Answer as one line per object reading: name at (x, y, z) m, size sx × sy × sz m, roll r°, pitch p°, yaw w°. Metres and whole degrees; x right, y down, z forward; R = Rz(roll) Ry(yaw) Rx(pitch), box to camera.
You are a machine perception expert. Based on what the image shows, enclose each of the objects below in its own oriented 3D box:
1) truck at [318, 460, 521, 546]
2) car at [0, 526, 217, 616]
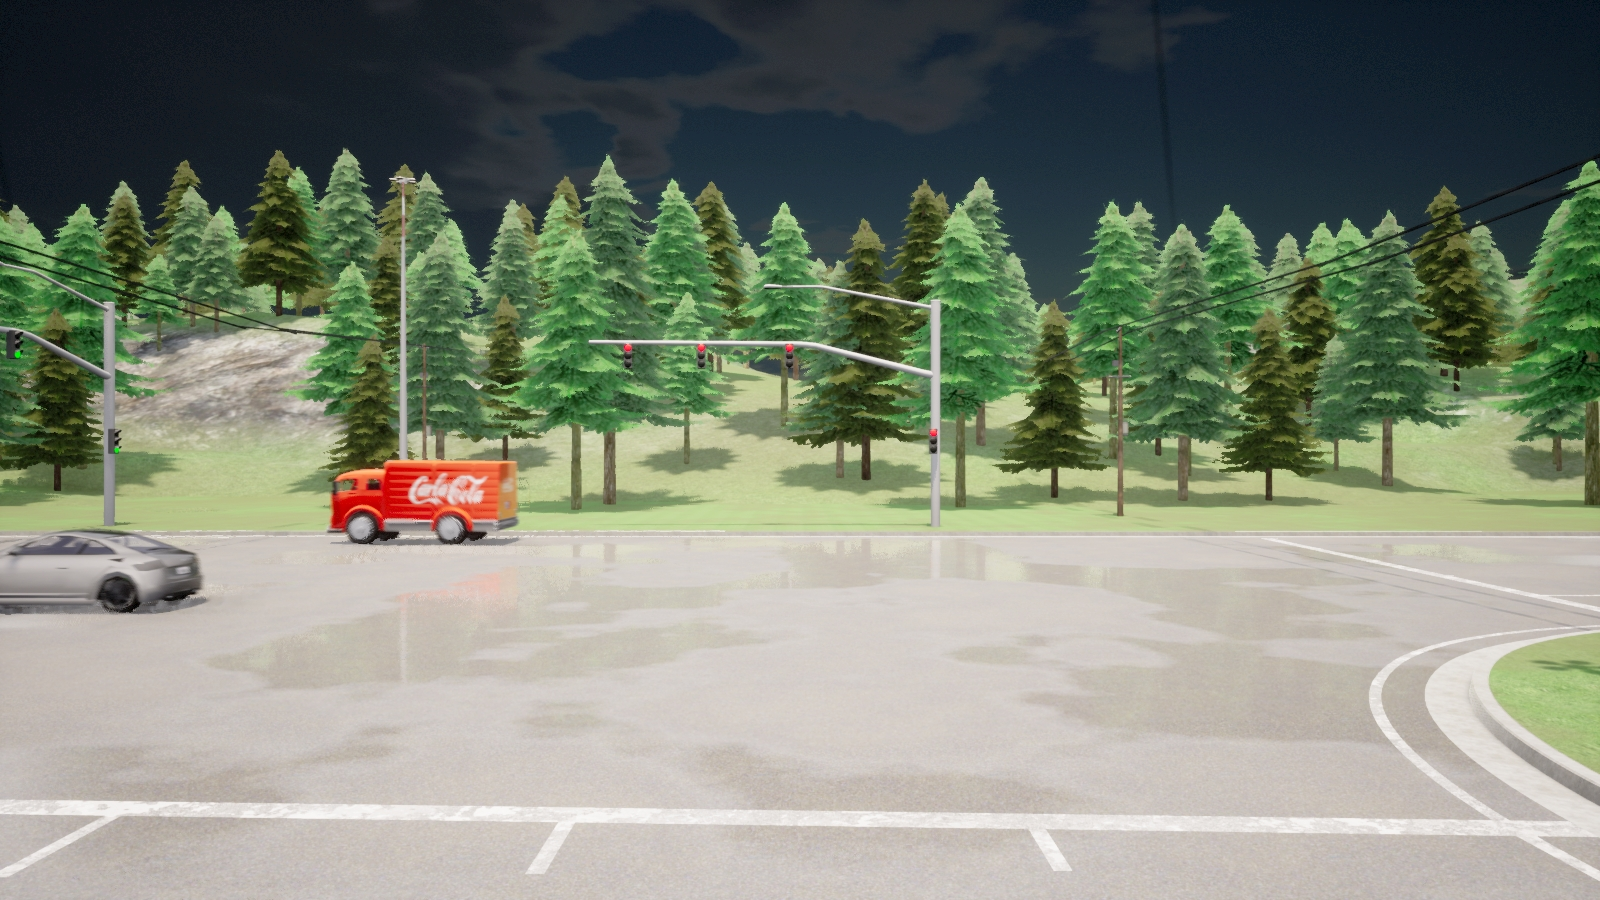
truck at (-11.302, 1.546, 34.306) m, size 5.204 × 2.467 × 2.627 m, roll 0°, pitch 0°, yaw 0°
car at (-12.964, 2.105, 20.317) m, size 4.181 × 1.385 × 1.994 m, roll 0°, pitch 0°, yaw 0°
